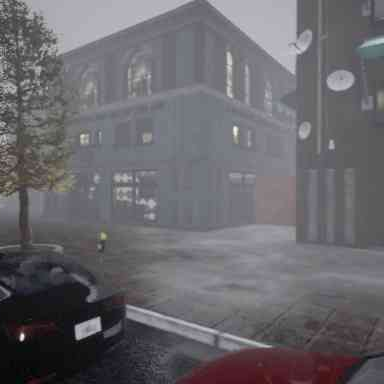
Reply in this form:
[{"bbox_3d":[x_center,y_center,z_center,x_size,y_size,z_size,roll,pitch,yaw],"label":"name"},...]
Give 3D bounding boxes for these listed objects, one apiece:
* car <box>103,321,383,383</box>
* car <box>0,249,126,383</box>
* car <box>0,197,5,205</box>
[{"bbox_3d":[1.667,1.585,1.686,4.206,1.307,1.802,0,0,36],"label":"car"},{"bbox_3d":[-2.843,1.537,4.903,4.313,1.339,1.947,0,0,36],"label":"car"},{"bbox_3d":[-28.067,1.379,51.722,1.887,1.381,4.507,0,0,35],"label":"car"}]
